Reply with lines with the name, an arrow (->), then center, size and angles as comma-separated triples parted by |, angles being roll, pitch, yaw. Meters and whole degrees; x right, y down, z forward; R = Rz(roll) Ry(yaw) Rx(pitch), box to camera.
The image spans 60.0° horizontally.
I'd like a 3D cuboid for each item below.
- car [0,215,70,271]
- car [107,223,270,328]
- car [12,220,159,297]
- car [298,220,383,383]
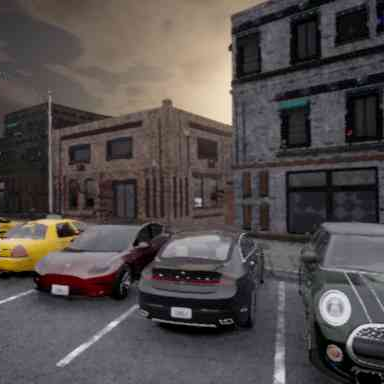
car -> -4.231, 1.508, 10.685 | 1.946, 1.575, 5.366 | 0, -1, 16
car -> 0.492, 1.495, 7.091 | 2.231, 1.521, 4.892 | 0, -1, 16
car -> -1.905, 1.530, 8.771 | 2.163, 1.488, 4.792 | 0, -1, 16
car -> 2.902, 1.361, 5.423 | 2.185, 1.767, 4.553 | 0, -1, 16
